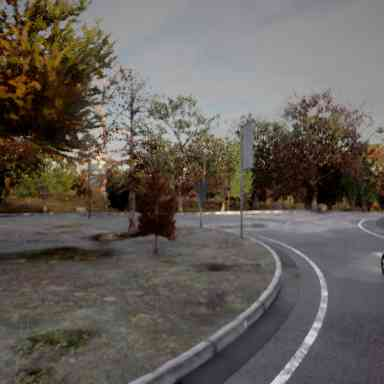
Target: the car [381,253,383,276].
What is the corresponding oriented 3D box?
[{"bbox_3d":[5.152,1.307,6.492,2.097,1.767,4.553,0,0,24],"label":"car"}]
